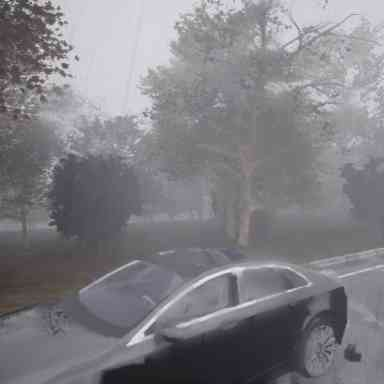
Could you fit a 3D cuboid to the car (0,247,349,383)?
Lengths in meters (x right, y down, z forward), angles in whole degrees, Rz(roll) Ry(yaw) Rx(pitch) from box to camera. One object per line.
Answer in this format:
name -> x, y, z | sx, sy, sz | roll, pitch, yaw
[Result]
car -> -0.118, 1.492, 3.907 | 4.902, 1.511, 2.128 | 0, 0, -35
